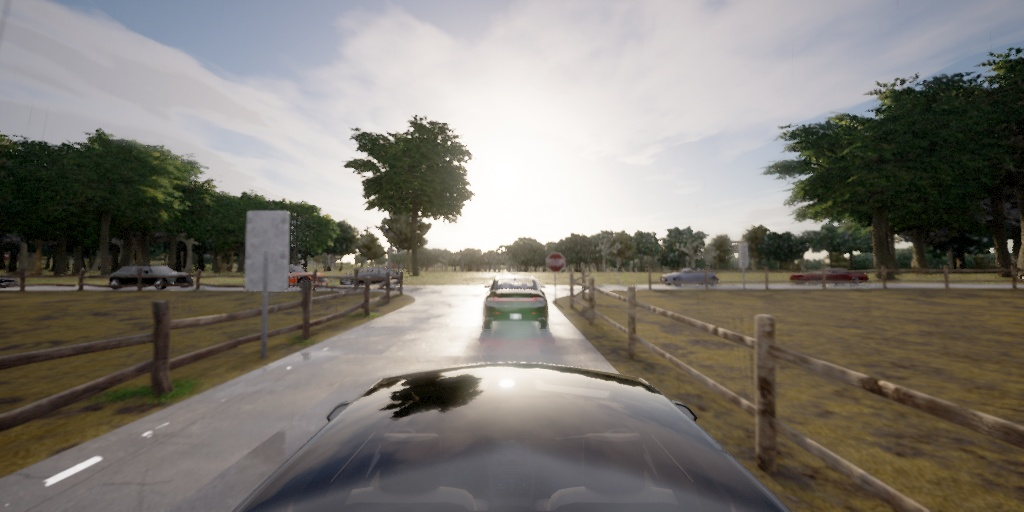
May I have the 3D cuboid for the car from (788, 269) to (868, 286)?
[{"bbox_3d":[24.477,1.626,27.908,4.718,1.301,1.895,0,-2,3],"label":"car"}]

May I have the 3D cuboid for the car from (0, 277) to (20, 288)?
[{"bbox_3d":[-38.264,1.602,25.173,5.357,1.411,2.033,0,-2,0],"label":"car"}]

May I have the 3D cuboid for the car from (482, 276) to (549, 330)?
[{"bbox_3d":[0.095,1.376,11.642,2.128,1.511,4.902,0,-1,0],"label":"car"}]

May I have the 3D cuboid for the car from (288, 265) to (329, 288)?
[{"bbox_3d":[-15.391,1.415,25.183,4.553,1.767,2.097,0,-2,0],"label":"car"}]

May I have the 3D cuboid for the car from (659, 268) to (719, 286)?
[{"bbox_3d":[13.783,1.647,28.081,4.181,1.385,1.994,0,-2,0],"label":"car"}]

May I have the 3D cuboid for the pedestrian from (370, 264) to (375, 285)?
[{"bbox_3d":[-12.131,1.554,31.158,0.375,1.860,0.375,0,-2,0],"label":"pedestrian"}]

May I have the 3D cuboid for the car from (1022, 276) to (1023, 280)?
[{"bbox_3d":[40.407,1.404,25.860,4.674,1.442,1.812,-1,-2,12],"label":"car"}]

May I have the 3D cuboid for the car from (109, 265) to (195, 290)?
[{"bbox_3d":[-25.113,1.412,25.178,4.553,1.767,2.097,0,-2,0],"label":"car"}]

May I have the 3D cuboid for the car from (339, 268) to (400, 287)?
[{"bbox_3d":[-10.927,1.655,27.842,4.902,1.511,2.128,0,-3,8],"label":"car"}]
